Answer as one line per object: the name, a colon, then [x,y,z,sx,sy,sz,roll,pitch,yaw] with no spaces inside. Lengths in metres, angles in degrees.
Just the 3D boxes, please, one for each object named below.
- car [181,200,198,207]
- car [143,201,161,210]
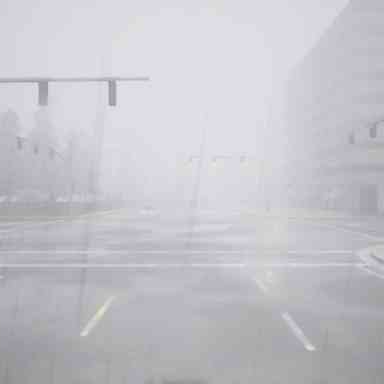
car: [-0.564,2.258,67.846,1.994,1.385,4.181,0,-1,30]
car: [-6.251,2.140,52.111,1.895,1.301,4.718,0,-1,9]
